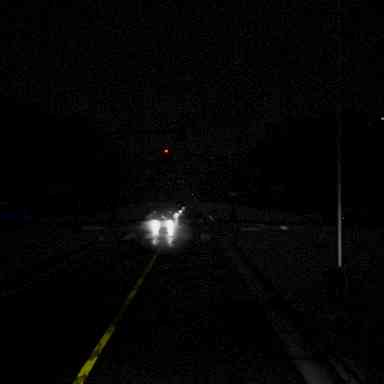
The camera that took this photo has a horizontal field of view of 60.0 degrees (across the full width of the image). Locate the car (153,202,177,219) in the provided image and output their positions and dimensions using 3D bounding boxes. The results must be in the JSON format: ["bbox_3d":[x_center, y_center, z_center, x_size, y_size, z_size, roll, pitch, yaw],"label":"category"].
[{"bbox_3d":[-2.802,2.024,33.706,1.895,1.301,4.718,0,-1,0],"label":"car"}]

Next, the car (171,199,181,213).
[{"bbox_3d":[-2.787,2.094,44.801,1.812,1.442,4.674,0,-1,0],"label":"car"}]

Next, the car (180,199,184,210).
[{"bbox_3d":[-2.750,2.069,56.109,2.097,1.767,4.553,0,-1,0],"label":"car"}]

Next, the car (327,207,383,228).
[{"bbox_3d":[12.314,1.845,23.089,4.718,1.301,1.895,0,-1,0],"label":"car"}]

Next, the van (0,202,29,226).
[{"bbox_3d":[-14.708,1.684,25.534,3.998,1.788,1.690,0,-1,0],"label":"van"}]

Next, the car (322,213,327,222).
[{"bbox_3d":[12.295,1.829,25.623,4.403,1.369,2.008,0,-1,0],"label":"car"}]

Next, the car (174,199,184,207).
[{"bbox_3d":[-2.643,2.256,70.578,1.882,1.535,5.008,0,-1,0],"label":"car"}]
